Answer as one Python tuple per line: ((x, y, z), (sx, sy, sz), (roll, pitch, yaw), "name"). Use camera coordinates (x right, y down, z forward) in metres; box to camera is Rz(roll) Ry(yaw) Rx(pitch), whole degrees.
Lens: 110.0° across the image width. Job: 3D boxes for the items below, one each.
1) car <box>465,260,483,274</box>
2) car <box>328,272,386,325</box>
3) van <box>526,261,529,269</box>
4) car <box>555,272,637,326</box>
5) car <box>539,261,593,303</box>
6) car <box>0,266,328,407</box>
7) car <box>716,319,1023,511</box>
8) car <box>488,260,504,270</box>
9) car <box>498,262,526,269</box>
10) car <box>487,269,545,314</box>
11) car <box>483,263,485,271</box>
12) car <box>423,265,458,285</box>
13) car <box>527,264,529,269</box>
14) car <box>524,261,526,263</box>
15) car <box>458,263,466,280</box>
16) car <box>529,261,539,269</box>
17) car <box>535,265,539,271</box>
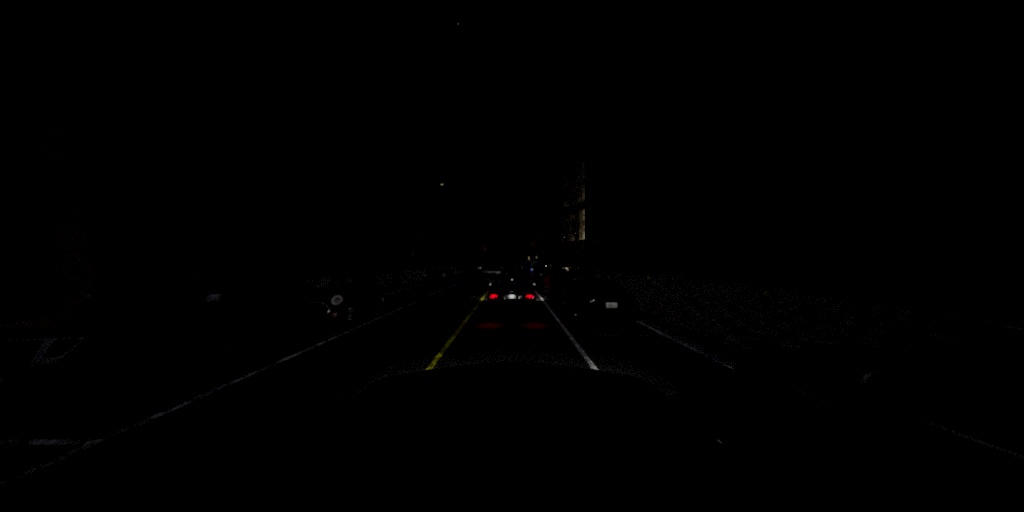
((-5.765, 1.548, 50.585), (2.192, 1.841, 5.009), (0, 0, 0), "car")
((-5.763, 1.290, 11.995), (1.967, 1.591, 4.097), (0, 0, 0), "car")
((2.761, 1.464, 39.564), (1.690, 1.789, 3.998), (0, 0, 0), "van")
((2.762, 1.416, 12.002), (1.948, 1.339, 4.313), (0, 0, 0), "car")
((2.762, 1.219, 17.514), (2.192, 1.841, 5.009), (0, 0, 0), "car")
((-5.763, 1.112, 6.482), (2.192, 1.841, 5.009), (0, 0, 0), "car")
((2.763, 1.058, 0.978), (2.192, 1.841, 5.009), (0, 0, 0), "car")
((-3.045, 1.899, 62.491), (2.033, 1.411, 5.357), (0, -1, 1), "car")
((0.020, 1.539, 30.359), (1.837, 1.490, 4.892), (0, 0, 0), "car")
((0.011, 1.422, 14.383), (2.033, 1.411, 5.357), (0, -1, 0), "car")
((-5.766, 1.838, 56.098), (2.007, 1.370, 4.403), (0, 0, 0), "car")
((-5.764, 1.454, 28.533), (1.967, 1.591, 4.097), (0, 0, 0), "car")
((2.761, 1.613, 34.052), (1.888, 1.381, 4.507), (0, 0, 0), "car")
((2.760, 1.798, 50.589), (1.948, 1.339, 4.313), (0, 0, 0), "car")
((-5.764, 1.594, 33.876), (1.751, 1.417, 4.829), (0, 0, 0), "car")
((2.761, 1.328, 28.539), (2.192, 1.841, 5.009), (0, 0, 0), "car")
((2.761, 1.504, 23.027), (1.888, 1.381, 4.507), (0, 0, 0), "car")
